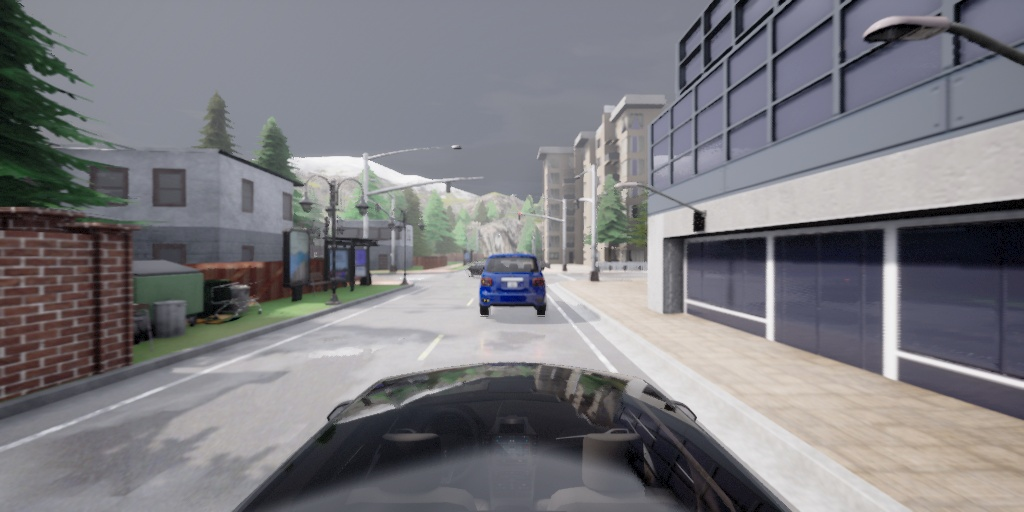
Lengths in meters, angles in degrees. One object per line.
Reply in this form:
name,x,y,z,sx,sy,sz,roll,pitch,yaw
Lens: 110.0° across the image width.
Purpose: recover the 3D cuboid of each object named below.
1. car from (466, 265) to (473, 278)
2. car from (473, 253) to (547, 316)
car,-2.186,1.134,29.596,2.128,1.511,4.902,0,0,-30
car,0.054,0.928,13.236,2.150,2.045,5.566,0,0,1
